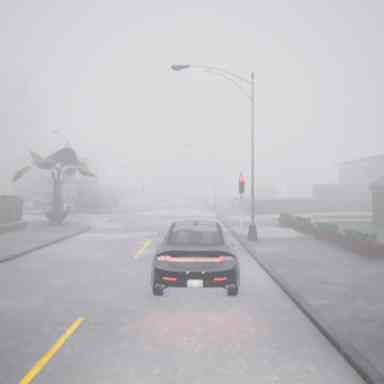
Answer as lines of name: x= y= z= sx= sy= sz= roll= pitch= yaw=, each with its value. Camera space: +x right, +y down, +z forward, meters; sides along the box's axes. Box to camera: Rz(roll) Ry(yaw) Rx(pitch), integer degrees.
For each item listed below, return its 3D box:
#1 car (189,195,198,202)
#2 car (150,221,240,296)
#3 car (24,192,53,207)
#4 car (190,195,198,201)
car: x=0.366 y=1.407 z=74.541 sx=1.882 sy=1.535 sz=5.008 roll=0 pitch=0 yaw=0
car: x=0.093 y=1.485 z=8.607 sx=2.128 sy=1.511 sz=4.902 roll=0 pitch=0 yaw=1
car: x=-19.549 y=0.952 z=43.085 sx=1.905 sy=1.878 sz=3.866 roll=0 pitch=0 yaw=35
car: x=0.417 y=1.474 z=84.777 sx=1.994 sy=1.385 sz=4.181 roll=0 pitch=0 yaw=0
